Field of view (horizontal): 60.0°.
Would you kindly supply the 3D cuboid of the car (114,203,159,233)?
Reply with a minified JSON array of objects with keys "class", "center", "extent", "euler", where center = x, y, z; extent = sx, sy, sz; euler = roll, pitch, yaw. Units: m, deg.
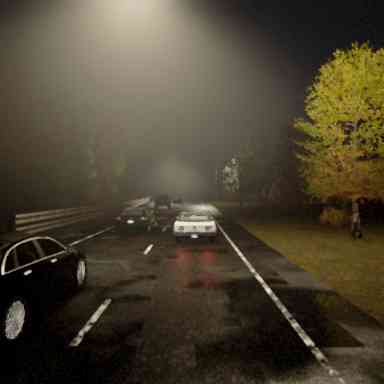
[{"class":"car","center":[-3.354,1.614,20.211],"extent":[1.994,1.385,4.181],"euler":[0,0,0]}]

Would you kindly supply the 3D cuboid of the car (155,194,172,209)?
[{"class":"car","center":[-4.138,1.360,47.407],"extent":[2.150,2.045,5.566],"euler":[0,-1,-3]}]

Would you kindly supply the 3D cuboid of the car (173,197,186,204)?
[{"class":"car","center":[-2.983,1.839,70.912],"extent":[1.994,1.385,4.181],"euler":[0,0,1]}]

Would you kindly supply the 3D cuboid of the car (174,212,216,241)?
[{"class":"car","center":[0.131,1.641,16.817],"extent":[1.895,1.301,4.718],"euler":[0,0,0]}]

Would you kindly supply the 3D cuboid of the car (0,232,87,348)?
[{"class":"car","center":[-3.497,1.518,6.284],"extent":[1.837,1.490,4.892],"euler":[0,0,0]}]
